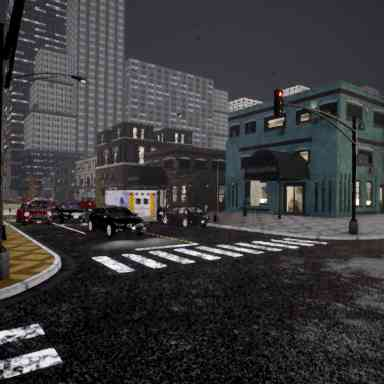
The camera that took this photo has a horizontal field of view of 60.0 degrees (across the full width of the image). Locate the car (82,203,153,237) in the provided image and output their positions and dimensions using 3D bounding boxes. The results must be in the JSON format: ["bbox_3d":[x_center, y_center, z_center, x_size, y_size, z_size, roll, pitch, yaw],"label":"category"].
[{"bbox_3d":[-4.277,1.558,18.432,1.837,1.490,4.892,1,-1,-35],"label":"car"}]

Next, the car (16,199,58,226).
[{"bbox_3d":[-11.351,1.492,23.872,1.967,1.590,4.097,1,-1,-35],"label":"car"}]

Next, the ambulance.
[{"bbox_3d":[-5.052,1.157,25.012,2.351,2.431,6.366,1,-1,-35],"label":"ambulance"}]

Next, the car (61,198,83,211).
[{"bbox_3d":[-16.959,1.725,47.001,1.967,1.590,4.097,1,-1,-35],"label":"car"}]

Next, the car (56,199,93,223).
[{"bbox_3d":[-9.971,1.592,26.664,2.128,1.511,4.902,1,-1,-35],"label":"car"}]

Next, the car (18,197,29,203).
[{"bbox_3d":[-42.287,2.052,83.475,2.008,1.369,4.403,1,-1,-35],"label":"car"}]

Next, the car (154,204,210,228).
[{"bbox_3d":[-0.526,1.701,23.413,2.008,1.369,4.403,1,-1,-35],"label":"car"}]

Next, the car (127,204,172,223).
[{"bbox_3d":[-3.647,1.742,27.919,1.947,1.339,4.313,1,-1,-35],"label":"car"}]

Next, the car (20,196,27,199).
[{"bbox_3d":[-39.125,1.789,78.914,2.192,1.841,5.009,1,-1,-35],"label":"car"}]

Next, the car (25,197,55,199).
[{"bbox_3d":[-16.599,1.660,36.257,1.837,1.490,4.892,1,-1,-34],"label":"car"}]

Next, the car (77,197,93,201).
[{"bbox_3d":[-13.770,1.574,42.458,2.192,1.841,5.009,1,-1,-35],"label":"car"}]
